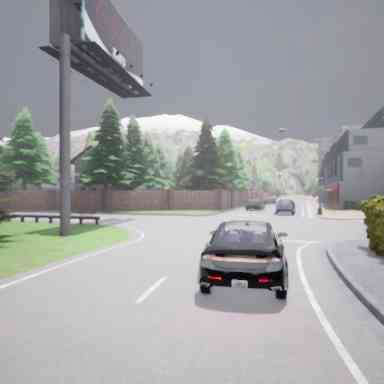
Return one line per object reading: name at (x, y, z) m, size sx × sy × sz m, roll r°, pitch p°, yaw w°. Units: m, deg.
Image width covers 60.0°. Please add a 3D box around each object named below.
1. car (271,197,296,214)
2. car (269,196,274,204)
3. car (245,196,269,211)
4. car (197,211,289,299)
car at (9.708, 1.476, 34.391) m, size 2.033 × 1.411 × 5.357 m, roll 0°, pitch 0°, yaw 19°
car at (13.031, 1.411, 55.568) m, size 1.812 × 1.442 × 4.674 m, roll 0°, pitch 0°, yaw 19°
car at (7.612, 1.465, 39.711) m, size 2.033 × 1.411 × 5.357 m, roll 0°, pitch 0°, yaw 19°
car at (1.391, 1.474, 8.513) m, size 2.128 × 1.511 × 4.902 m, roll 0°, pitch 0°, yaw 12°
